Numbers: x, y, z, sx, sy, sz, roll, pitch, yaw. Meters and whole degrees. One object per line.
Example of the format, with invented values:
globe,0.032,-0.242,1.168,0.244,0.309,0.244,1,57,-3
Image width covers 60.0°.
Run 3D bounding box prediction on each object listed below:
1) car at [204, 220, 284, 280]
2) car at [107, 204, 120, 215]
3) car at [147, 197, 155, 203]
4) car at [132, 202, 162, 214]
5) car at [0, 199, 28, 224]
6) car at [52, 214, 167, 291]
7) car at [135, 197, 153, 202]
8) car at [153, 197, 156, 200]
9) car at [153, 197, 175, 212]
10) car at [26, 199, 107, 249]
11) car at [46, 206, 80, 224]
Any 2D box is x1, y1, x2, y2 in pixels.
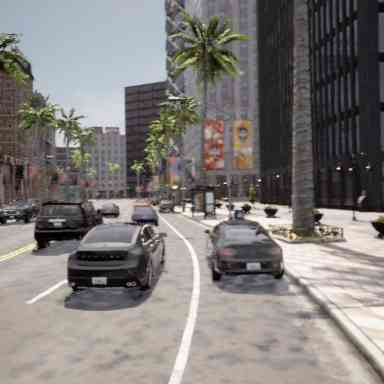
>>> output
car,1.394,1.557,9.951,1.812,1.442,4.674,-1,0,0
car,-8.792,1.923,35.481,1.994,1.385,4.181,-1,0,-9
car,-11.464,2.245,92.762,2.161,1.482,4.786,-1,0,-9
car,-3.662,1.775,25.656,1.994,1.385,4.181,-1,0,-9
car,-14.989,1.653,29.508,2.150,2.045,5.566,-1,0,-9
car,-1.866,1.592,9.294,1.837,1.490,4.892,0,0,1
car,-6.391,1.703,41.742,2.097,1.767,4.553,-1,0,-9
car,-8.154,1.904,71.084,2.185,1.767,4.553,-1,0,-9
car,-3.318,1.780,42.109,2.231,1.521,4.892,-1,0,-9
car,-5.714,1.415,15.992,2.150,2.045,5.566,-1,0,-7
car,-11.529,1.978,30.076,1.895,1.301,4.718,-1,0,-9
